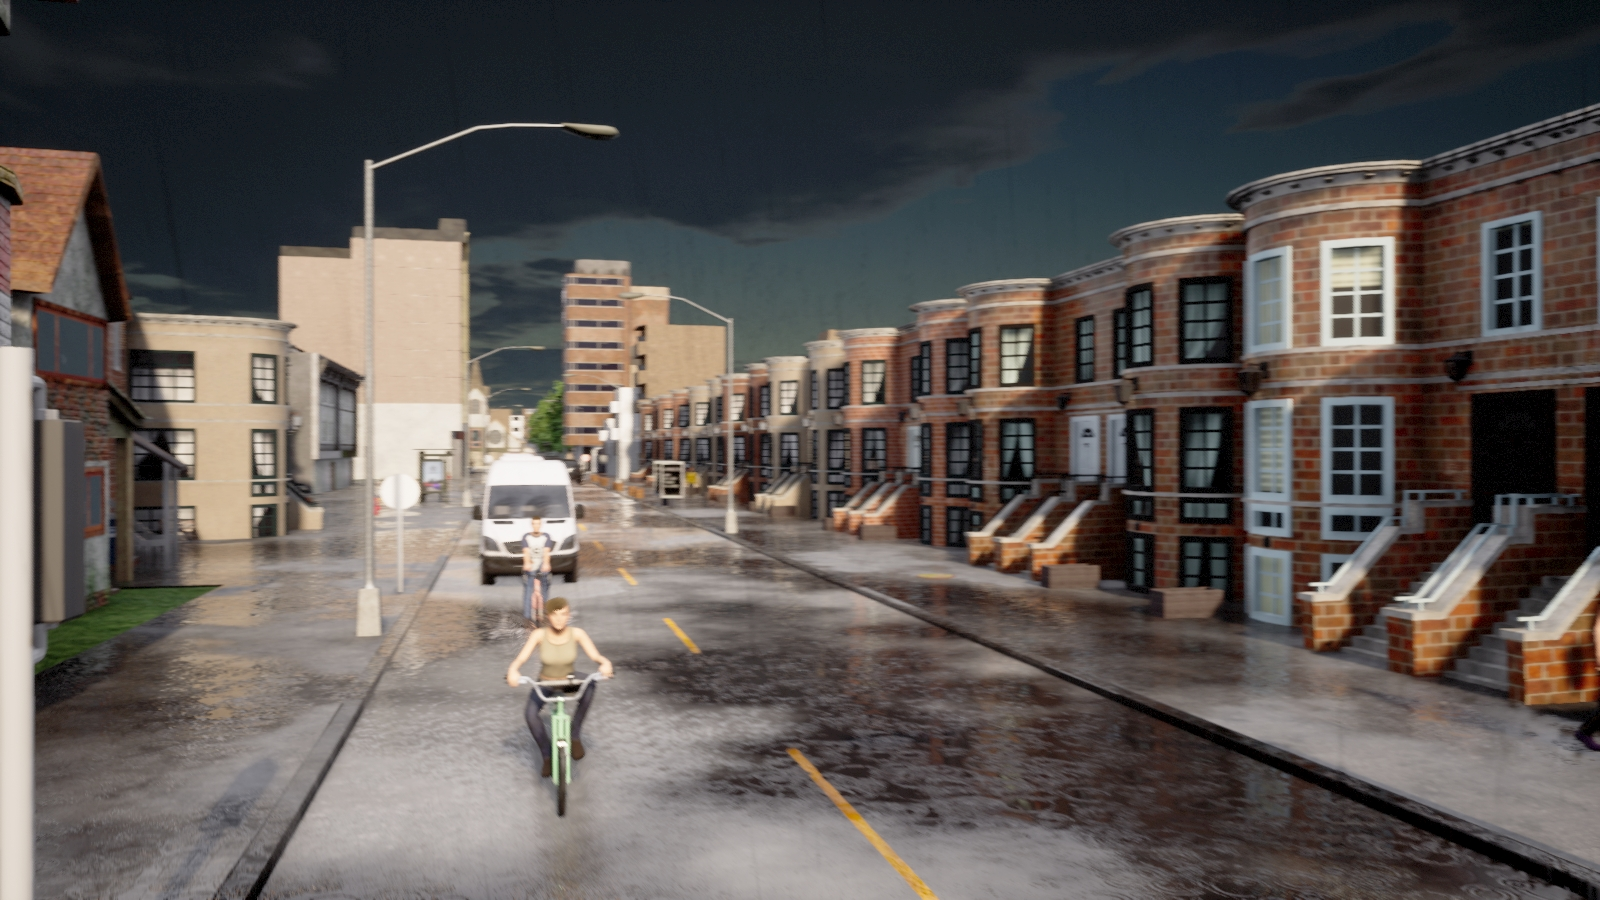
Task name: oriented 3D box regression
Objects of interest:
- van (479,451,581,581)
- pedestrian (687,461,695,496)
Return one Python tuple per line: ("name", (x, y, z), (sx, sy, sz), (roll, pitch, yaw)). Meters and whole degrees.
("van", (-6.101, 1.305, 25.660), (1.988, 2.561, 5.915), (0, 0, -14))
("pedestrian", (-5.707, 1.492, 59.755), (0.375, 1.860, 0.375), (0, 0, -7))
